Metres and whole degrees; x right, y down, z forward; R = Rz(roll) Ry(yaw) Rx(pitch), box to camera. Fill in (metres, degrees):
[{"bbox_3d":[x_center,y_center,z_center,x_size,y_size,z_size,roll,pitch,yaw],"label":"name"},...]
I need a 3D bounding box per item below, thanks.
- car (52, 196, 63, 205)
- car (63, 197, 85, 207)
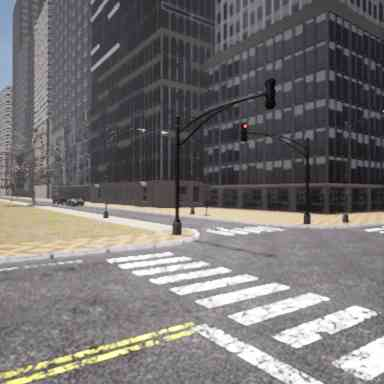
[{"bbox_3d":[-25.117,1.615,63.207,1.837,1.490,4.892,0,0,-35],"label":"car"},{"bbox_3d":[-19.310,1.706,54.952,1.895,1.301,4.718,0,0,-35],"label":"car"}]
